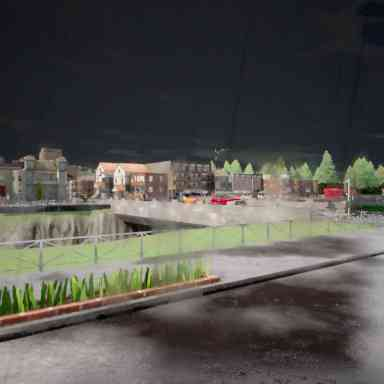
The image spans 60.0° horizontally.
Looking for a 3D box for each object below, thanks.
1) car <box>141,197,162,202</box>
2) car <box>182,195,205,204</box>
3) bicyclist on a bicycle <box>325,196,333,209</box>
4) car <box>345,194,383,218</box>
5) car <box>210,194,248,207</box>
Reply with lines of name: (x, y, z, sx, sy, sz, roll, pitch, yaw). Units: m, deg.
car: (-7.184, 1.613, 59.186, 1.895, 1.301, 4.718, 0, 0, -36)
car: (0.215, 1.352, 55.925, 2.097, 1.767, 4.553, 0, 0, -36)
bicyclist on a bicycle: (16.594, 1.349, 40.362, 1.656, 1.620, 0.582, 0, 0, -36)
car: (15.577, 1.221, 27.400, 2.150, 2.045, 5.566, 0, 0, -36)
car: (4.615, 1.221, 42.629, 2.150, 2.045, 5.566, 0, 0, -36)
